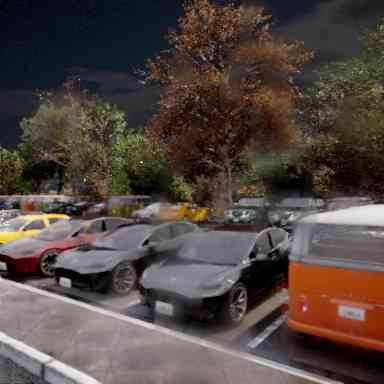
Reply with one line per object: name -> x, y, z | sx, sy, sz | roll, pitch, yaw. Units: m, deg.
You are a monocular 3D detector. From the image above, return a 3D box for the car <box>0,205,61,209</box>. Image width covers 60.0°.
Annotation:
car -> -8.063, 1.528, 13.972 | 2.231, 1.521, 4.892 | 0, 0, 36

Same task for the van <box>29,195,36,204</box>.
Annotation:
van -> -13.887, 1.345, 34.395 | 1.878, 1.987, 4.442 | 0, 0, 36

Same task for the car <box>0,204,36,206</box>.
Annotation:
car -> -10.326, 1.536, 15.581 | 2.231, 1.521, 4.892 | 0, 0, 36

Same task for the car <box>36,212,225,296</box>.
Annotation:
car -> -1.320, 1.533, 9.084 | 2.163, 1.488, 4.792 | 0, 0, 36

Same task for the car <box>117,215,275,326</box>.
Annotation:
car -> 0.935, 1.526, 7.465 | 2.163, 1.488, 4.792 | 0, 0, 36

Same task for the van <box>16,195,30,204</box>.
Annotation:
van -> -16.036, 1.353, 35.938 | 1.878, 1.987, 4.442 | 0, 0, 36

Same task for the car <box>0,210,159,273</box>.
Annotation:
car -> -3.575, 1.541, 10.704 | 2.163, 1.488, 4.792 | 0, 0, 36

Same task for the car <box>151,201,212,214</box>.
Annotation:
car -> -0.357, 1.524, 24.526 | 2.097, 1.535, 5.008 | 0, 0, 36

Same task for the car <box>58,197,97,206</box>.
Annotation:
car -> -9.357, 1.555, 30.990 | 2.097, 1.535, 5.008 | 0, 0, 36

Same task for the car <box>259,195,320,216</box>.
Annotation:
car -> 6.380, 1.250, 19.659 | 2.435, 2.045, 5.566 | 0, 0, 36

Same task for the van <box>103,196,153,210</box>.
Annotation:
van -> -4.888, 1.314, 27.931 | 1.878, 1.987, 4.442 | 0, 0, 36

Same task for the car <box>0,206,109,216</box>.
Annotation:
car -> -5.921, 1.516, 12.196 | 1.946, 1.575, 5.366 | 0, 0, 36

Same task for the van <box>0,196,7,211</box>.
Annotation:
van -> -27.270, 1.552, 44.008 | 1.878, 1.987, 4.442 | -1, -1, 36

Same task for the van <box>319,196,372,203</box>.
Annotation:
van -> 8.578, 1.268, 17.971 | 1.878, 1.987, 4.442 | 0, 0, 36

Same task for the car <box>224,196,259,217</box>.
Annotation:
car -> 4.130, 1.258, 21.275 | 2.435, 2.045, 5.566 | 0, 0, 36

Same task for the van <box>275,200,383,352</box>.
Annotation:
van -> 3.274, 1.263, 5.964 | 1.878, 1.987, 4.442 | 0, 0, 36

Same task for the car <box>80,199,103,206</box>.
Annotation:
car -> -7.104, 1.588, 29.376 | 2.002, 1.452, 4.674 | 0, 0, 36

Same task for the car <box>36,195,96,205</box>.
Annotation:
car -> -11.722, 1.312, 32.661 | 2.435, 2.045, 5.566 | 0, 0, 36

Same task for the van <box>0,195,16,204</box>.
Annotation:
van -> -18.529, 1.361, 37.442 | 1.878, 1.987, 4.442 | -1, 0, 36

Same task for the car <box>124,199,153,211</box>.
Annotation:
car -> -2.703, 1.573, 26.221 | 2.002, 1.452, 4.674 | 0, 0, 36
